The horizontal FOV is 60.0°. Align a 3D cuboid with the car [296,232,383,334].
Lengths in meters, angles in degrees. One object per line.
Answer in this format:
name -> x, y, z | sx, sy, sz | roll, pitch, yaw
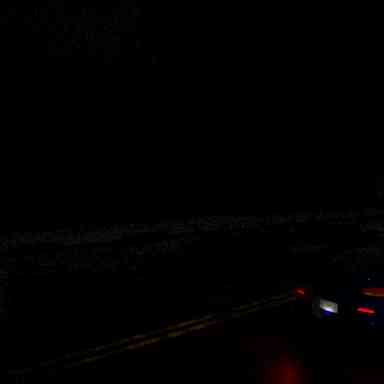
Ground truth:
car -> 3.875, 1.485, 6.208 | 4.674, 1.442, 1.812 | 0, 0, -35
